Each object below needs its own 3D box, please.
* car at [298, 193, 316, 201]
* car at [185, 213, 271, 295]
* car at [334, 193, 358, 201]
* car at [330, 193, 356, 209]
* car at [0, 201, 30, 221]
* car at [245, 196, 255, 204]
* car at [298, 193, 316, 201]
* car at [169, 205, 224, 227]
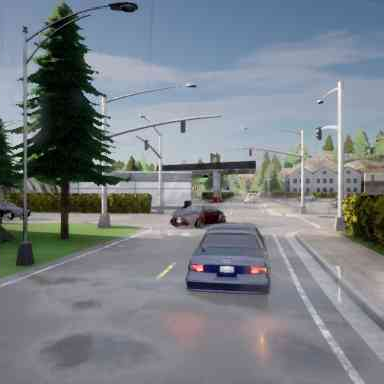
[{"bbox_3d":[26.218,1.361,76.135,3.806,1.475,1.970,0,0,10],"label":"car"},{"bbox_3d":[1.095,1.547,8.929,2.033,1.411,5.357,0,0,10],"label":"car"},{"bbox_3d":[34.573,1.097,74.686,4.605,1.855,1.932,0,0,10],"label":"car"},{"bbox_3d":[20.265,1.330,42.399,5.027,1.636,2.152,0,0,10],"label":"car"},{"bbox_3d":[-15.735,1.491,27.255,4.902,1.511,2.128,0,0,10],"label":"car"},{"bbox_3d":[11.235,1.526,64.808,1.812,1.442,4.674,0,0,10],"label":"car"},{"bbox_3d":[27.402,1.077,79.301,3.866,1.878,1.905,0,0,10],"label":"car"},{"bbox_3d":[0.410,1.564,21.575,1.994,1.385,4.181,0,0,37],"label":"car"}]
